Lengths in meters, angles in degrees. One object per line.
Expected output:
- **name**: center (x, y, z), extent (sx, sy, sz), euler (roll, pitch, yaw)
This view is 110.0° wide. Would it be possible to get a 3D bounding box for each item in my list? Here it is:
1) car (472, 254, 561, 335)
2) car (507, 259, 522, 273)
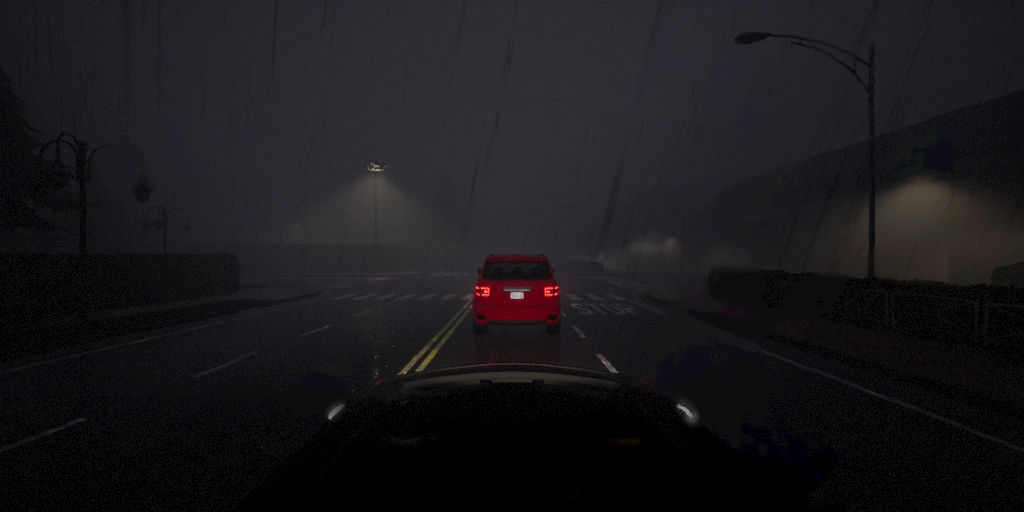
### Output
- **car**: center (0.118, 0.971, 10.658), extent (2.150, 2.045, 5.566), euler (0, 0, 0)
- **car**: center (0.340, 1.228, 45.516), extent (1.882, 1.535, 5.008), euler (0, 0, 1)
